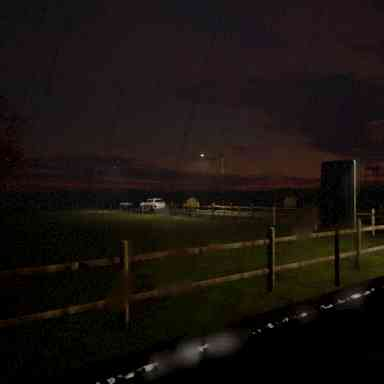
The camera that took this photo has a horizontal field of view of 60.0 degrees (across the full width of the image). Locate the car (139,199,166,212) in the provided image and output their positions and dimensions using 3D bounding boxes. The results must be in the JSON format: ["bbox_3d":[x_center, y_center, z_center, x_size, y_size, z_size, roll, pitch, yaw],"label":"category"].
[{"bbox_3d":[-6.347,2.092,53.006,2.150,2.045,5.566,0,-1,-36],"label":"car"}]

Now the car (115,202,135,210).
[{"bbox_3d":[-12.428,2.629,61.788,2.033,1.411,5.357,0,-1,-34],"label":"car"}]
